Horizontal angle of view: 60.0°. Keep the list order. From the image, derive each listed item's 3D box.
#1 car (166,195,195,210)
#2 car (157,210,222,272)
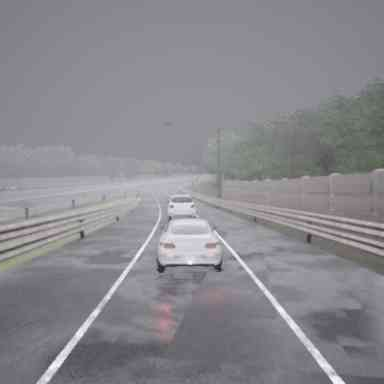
[{"bbox_3d":[-0.934,1.267,27.921,2.150,2.045,5.566,0,0,-4],"label":"car"},{"bbox_3d":[-0.103,1.543,10.809,1.812,1.442,4.674,0,0,-1],"label":"car"}]
